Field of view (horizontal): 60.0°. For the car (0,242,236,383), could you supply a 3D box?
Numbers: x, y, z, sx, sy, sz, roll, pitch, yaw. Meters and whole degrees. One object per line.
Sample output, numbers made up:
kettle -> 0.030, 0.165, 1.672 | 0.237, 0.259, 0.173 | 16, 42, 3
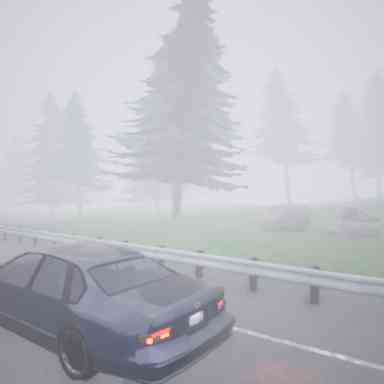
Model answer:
car -> -1.967, 1.576, 5.491 | 5.357, 1.411, 2.033 | 0, 0, 37
